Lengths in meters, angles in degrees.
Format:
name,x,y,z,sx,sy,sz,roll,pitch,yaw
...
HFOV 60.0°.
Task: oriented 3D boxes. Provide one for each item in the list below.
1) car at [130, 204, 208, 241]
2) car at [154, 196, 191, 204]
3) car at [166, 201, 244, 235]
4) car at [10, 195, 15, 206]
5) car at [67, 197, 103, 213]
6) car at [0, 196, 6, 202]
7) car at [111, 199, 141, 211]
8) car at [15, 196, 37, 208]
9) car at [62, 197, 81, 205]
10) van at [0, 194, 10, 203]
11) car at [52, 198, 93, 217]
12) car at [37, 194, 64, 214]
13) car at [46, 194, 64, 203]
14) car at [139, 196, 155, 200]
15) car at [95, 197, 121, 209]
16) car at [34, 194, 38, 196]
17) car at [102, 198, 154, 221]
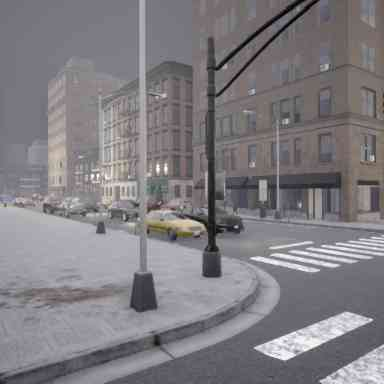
name,x,y,z,sx,sy,sz,roll,pitch,yaw
car,-1.182,1.542,17.115,1.752,1.417,4.829,0,0,-36
car,-1.414,1.415,31.131,1.967,1.590,4.097,0,0,-36
car,0.775,1.482,18.743,1.882,1.535,5.008,0,0,-36
car,-27.723,1.535,53.820,1.752,1.417,4.829,0,0,-36
car,-11.530,1.352,35.782,2.097,1.767,4.553,0,0,-36
car,-44.411,1.558,76.898,2.008,1.369,4.403,0,0,-36
car,-8.049,1.539,40.308,1.947,1.339,4.313,0,0,-36
car,-24.505,1.592,49.370,1.802,1.307,4.206,0,0,-36
car,-21.320,1.520,58.660,2.008,1.369,4.403,0,0,-36
van,-37.777,1.349,67.721,1.690,1.788,3.998,0,0,-36
car,-11.235,1.565,31.018,2.008,1.369,4.403,0,0,-36
car,-14.553,1.328,35.605,2.192,1.841,5.009,0,0,-36
car,-27.956,1.283,67.835,2.192,1.841,5.009,0,0,-36
car,-4.732,1.289,35.719,2.192,1.841,5.009,0,0,-36
car,-11.466,1.497,45.033,1.752,1.417,4.829,0,0,-36
car,-34.590,1.533,77.012,1.947,1.339,4.313,0,0,-36
car,-5.312,1.507,27.160,1.837,1.490,4.892,0,0,-36
